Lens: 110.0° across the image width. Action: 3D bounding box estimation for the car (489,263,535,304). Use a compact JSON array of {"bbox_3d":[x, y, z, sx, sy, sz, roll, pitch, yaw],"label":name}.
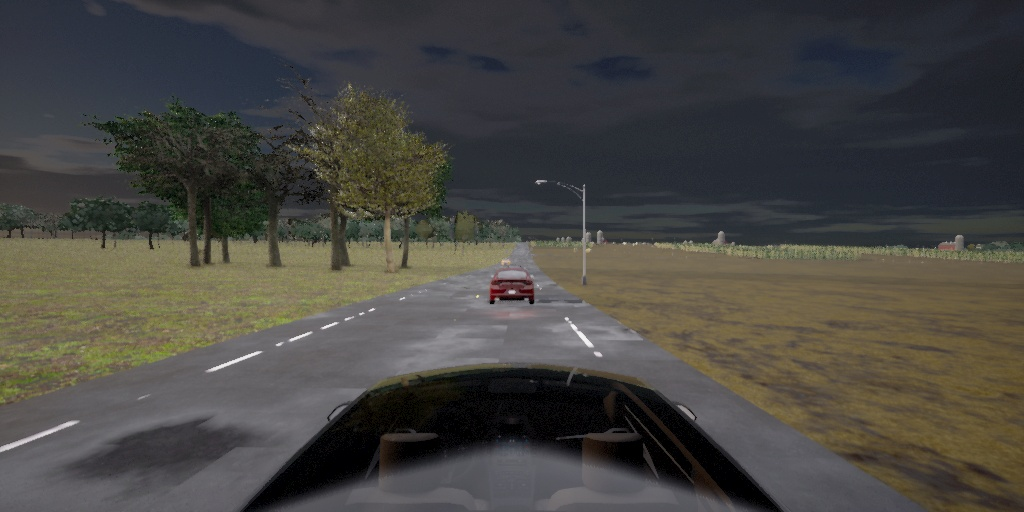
[{"bbox_3d":[0.001,1.279,16.507,1.882,1.535,5.008,0,0,0],"label":"car"}]
